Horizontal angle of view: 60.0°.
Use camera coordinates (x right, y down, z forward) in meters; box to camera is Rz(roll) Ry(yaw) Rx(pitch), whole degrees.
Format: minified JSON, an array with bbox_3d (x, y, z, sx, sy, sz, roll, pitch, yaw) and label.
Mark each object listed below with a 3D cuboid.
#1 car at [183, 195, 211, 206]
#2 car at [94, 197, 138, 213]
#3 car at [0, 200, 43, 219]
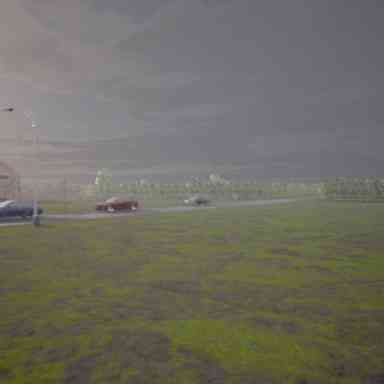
[{"bbox_3d":[0.712,1.118,45.512,2.128,1.511,4.902,0,1,37],"label":"car"},{"bbox_3d":[-7.732,1.231,34.206,1.882,1.535,5.008,0,0,37],"label":"car"},{"bbox_3d":[-13.957,1.372,25.797,1.812,1.442,4.674,0,0,35],"label":"car"}]
